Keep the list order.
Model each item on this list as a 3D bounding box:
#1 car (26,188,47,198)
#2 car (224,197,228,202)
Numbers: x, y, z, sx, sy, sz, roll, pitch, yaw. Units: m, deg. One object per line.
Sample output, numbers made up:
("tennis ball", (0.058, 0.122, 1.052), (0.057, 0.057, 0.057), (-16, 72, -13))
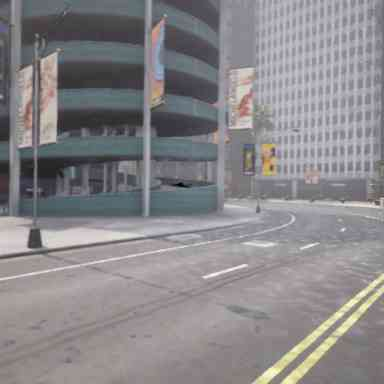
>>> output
("car", (-27.430, 0.292, 58.011), (5.566, 2.045, 2.435), (1, 0, 41))
("car", (4.740, 1.200, 62.755), (1.812, 1.442, 4.674), (1, 0, -43))
